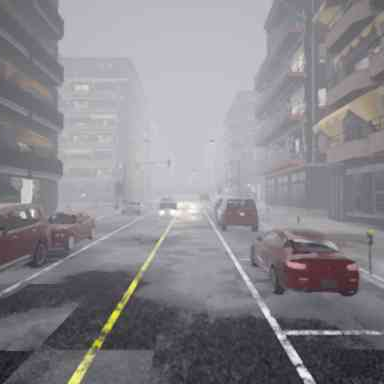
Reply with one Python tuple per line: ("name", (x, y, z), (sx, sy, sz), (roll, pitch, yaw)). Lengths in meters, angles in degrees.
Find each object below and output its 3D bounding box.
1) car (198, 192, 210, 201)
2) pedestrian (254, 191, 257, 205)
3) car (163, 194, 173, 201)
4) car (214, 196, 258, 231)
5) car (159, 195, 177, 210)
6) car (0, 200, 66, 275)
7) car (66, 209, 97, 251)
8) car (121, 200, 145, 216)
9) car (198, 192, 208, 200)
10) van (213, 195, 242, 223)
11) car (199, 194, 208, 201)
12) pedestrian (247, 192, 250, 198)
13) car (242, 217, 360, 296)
("car", (2.571, 0.973, 68.542), (2.192, 1.841, 5.009), (1, 0, 0))
("pedestrian", (8.002, 0.801, 42.170), (0.375, 1.860, 0.375), (1, -1, 0))
("car", (-5.314, 1.199, 74.057), (1.947, 1.339, 4.313), (1, 0, 0))
("car", (2.549, 1.202, 19.299), (2.192, 1.841, 5.009), (1, 0, 0))
("car", (-2.771, 1.356, 39.396), (1.994, 1.385, 4.181), (0, 0, 0))
("car", (-5.295, 1.263, 8.290), (2.192, 1.841, 5.009), (1, 0, 0))
("car", (-5.302, 1.461, 13.823), (1.887, 1.381, 4.507), (1, 0, 0))
("car", (-5.306, 1.415, 30.416), (1.802, 1.307, 4.206), (1, 0, 0))
("car", (2.568, 0.927, 79.667), (2.192, 1.841, 5.009), (1, 0, 0))
("van", (2.546, 1.201, 24.831), (1.690, 1.788, 3.998), (1, 0, 0))
("car", (2.566, 1.158, 74.273), (1.752, 1.417, 4.829), (1, 0, 0))
("pedestrian", (7.002, 0.883, 41.569), (0.375, 1.860, 0.375), (1, -1, 0))
("car", (2.546, 1.530, 8.238), (1.802, 1.307, 4.206), (1, 0, 0))
